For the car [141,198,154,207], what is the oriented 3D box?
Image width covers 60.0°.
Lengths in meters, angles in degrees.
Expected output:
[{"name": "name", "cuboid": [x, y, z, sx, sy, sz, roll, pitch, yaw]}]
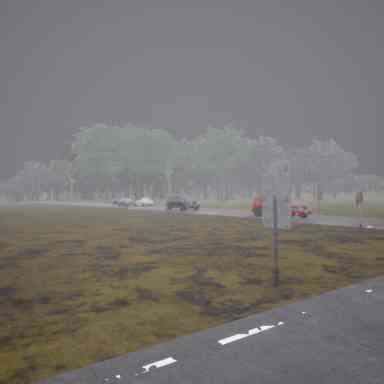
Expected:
[{"name": "car", "cuboid": [-8.208, 1.700, 56.572, 1.812, 1.442, 4.674, -2, 1, -36]}]

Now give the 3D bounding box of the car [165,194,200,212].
[{"name": "car", "cuboid": [-1.260, 1.344, 41.897, 2.150, 2.045, 5.566, -2, 0, -36]}]

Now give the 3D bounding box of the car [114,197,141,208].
[{"name": "car", "cuboid": [-10.835, 1.786, 55.339, 1.812, 1.442, 4.674, -2, 0, -36]}]

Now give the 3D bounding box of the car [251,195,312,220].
[{"name": "car", "cuboid": [7.749, 1.284, 29.410, 2.150, 2.045, 5.566, -2, 1, -35]}]

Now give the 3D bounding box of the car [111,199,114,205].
[{"name": "car", "cuboid": [-14.086, 1.776, 64.714, 2.128, 1.511, 4.902, -2, 0, -36]}]
